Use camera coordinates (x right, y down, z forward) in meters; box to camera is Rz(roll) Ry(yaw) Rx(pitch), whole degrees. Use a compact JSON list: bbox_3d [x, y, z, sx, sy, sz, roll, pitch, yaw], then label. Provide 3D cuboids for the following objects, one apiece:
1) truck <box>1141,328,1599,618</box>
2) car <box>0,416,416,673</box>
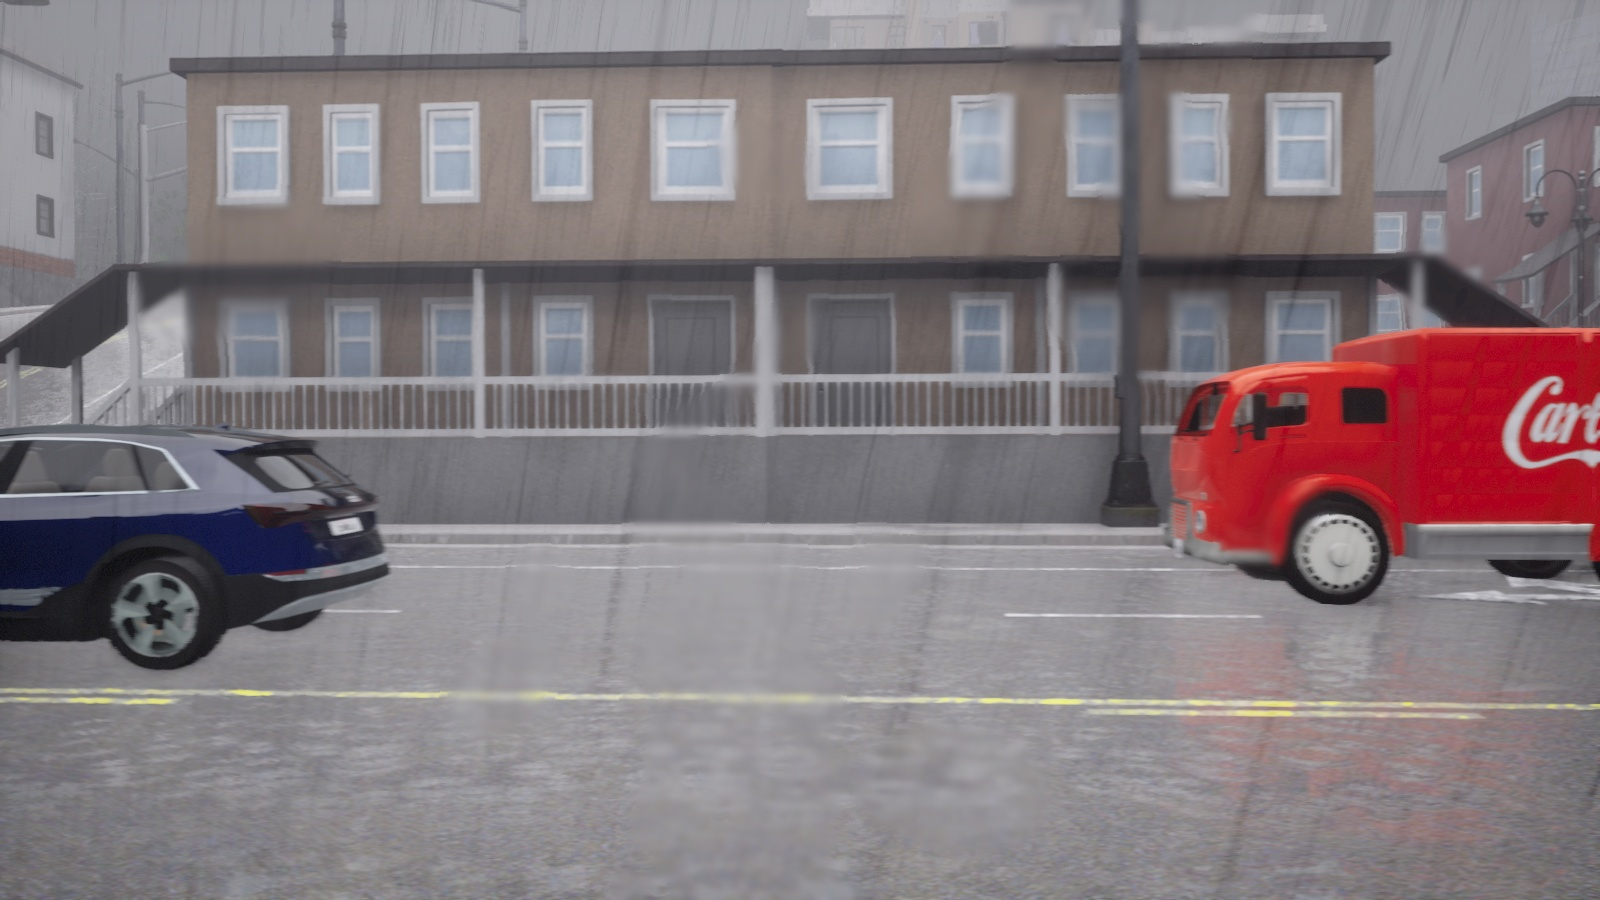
[{"bbox_3d":[6.189,0.171,12.020,5.204,2.467,2.627,0,1,4],"label":"truck"},{"bbox_3d":[-5.581,0.583,9.256,4.856,1.649,2.033,0,1,4],"label":"car"}]
